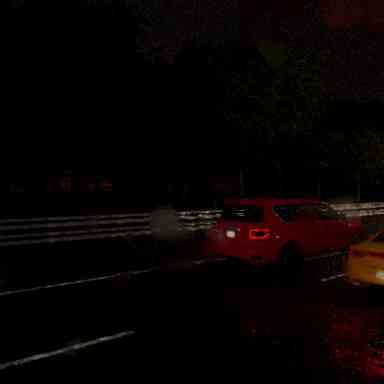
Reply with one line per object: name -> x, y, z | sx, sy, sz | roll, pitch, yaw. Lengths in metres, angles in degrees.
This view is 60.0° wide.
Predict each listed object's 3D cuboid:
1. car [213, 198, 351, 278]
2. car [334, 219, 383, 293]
car -> 3.199, 1.201, 10.359 | 5.566, 2.045, 2.150 | 0, 0, -36
car -> 5.674, 1.455, 7.829 | 5.008, 1.535, 1.882 | 0, 0, -36
